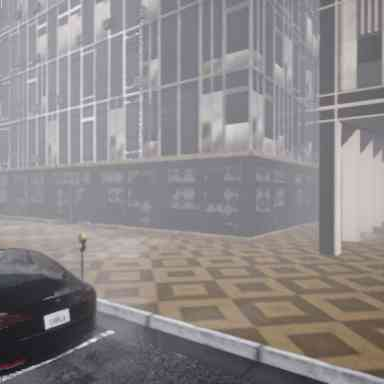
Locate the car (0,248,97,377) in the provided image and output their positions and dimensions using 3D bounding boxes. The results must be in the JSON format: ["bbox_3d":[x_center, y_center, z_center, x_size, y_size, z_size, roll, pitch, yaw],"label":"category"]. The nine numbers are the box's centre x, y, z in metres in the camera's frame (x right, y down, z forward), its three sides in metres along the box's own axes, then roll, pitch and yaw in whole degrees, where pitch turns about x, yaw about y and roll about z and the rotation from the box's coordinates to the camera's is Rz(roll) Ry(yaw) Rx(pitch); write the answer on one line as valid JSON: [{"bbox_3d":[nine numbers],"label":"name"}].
[{"bbox_3d":[-3.324,1.573,5.240,4.313,1.339,1.947,0,0,35],"label":"car"}]
